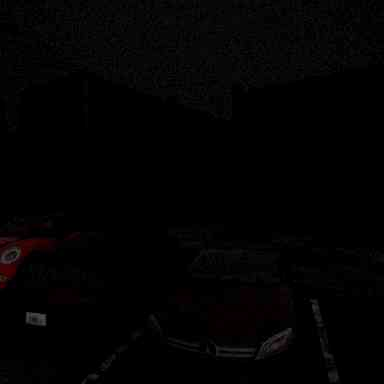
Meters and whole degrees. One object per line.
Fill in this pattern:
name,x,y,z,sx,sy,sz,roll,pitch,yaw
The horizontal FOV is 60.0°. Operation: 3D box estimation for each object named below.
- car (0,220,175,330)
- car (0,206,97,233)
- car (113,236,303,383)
car,-1.674,1.516,7.258,2.163,1.488,4.792,1,-1,16
car,-4.093,1.363,9.067,2.185,1.767,4.553,1,-1,16
car,0.775,1.526,5.539,2.002,1.452,4.674,1,-1,16
